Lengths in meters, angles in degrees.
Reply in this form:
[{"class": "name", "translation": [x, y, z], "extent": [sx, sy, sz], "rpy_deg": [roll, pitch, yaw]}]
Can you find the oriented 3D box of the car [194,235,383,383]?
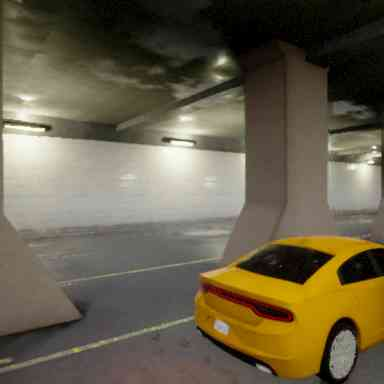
[{"class": "car", "translation": [2.370, 1.460, 5.435], "extent": [5.008, 1.535, 1.882], "rpy_deg": [0, 0, -35]}]
